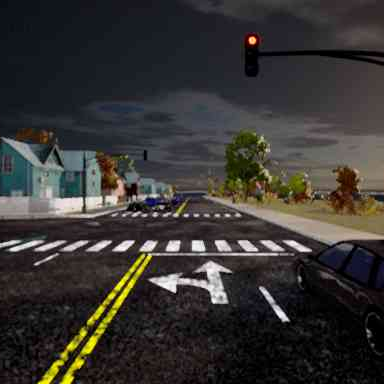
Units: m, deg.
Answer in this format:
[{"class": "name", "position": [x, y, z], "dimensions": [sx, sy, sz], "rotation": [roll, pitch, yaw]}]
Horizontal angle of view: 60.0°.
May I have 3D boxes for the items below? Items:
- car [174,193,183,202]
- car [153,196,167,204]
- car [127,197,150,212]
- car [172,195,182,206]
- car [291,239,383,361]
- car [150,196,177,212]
[{"class": "car", "position": [-3.115, 1.300, 72.489], "dimensions": [2.150, 2.045, 5.566], "rotation": [0, 0, 0]}, {"class": "car", "position": [-6.386, 1.563, 66.883], "dimensions": [2.128, 1.511, 4.902], "rotation": [0, 0, 1]}, {"class": "car", "position": [-6.517, 1.630, 40.047], "dimensions": [1.895, 1.301, 4.718], "rotation": [0, 0, 1]}, {"class": "car", "position": [-3.192, 1.655, 57.057], "dimensions": [1.895, 1.301, 4.718], "rotation": [0, 0, 1]}, {"class": "car", "position": [3.364, 1.548, 5.821], "dimensions": [2.033, 1.411, 5.357], "rotation": [0, 0, 0]}, {"class": "car", "position": [-3.270, 1.518, 38.957], "dimensions": [2.128, 1.511, 4.902], "rotation": [0, 0, 0]}]
